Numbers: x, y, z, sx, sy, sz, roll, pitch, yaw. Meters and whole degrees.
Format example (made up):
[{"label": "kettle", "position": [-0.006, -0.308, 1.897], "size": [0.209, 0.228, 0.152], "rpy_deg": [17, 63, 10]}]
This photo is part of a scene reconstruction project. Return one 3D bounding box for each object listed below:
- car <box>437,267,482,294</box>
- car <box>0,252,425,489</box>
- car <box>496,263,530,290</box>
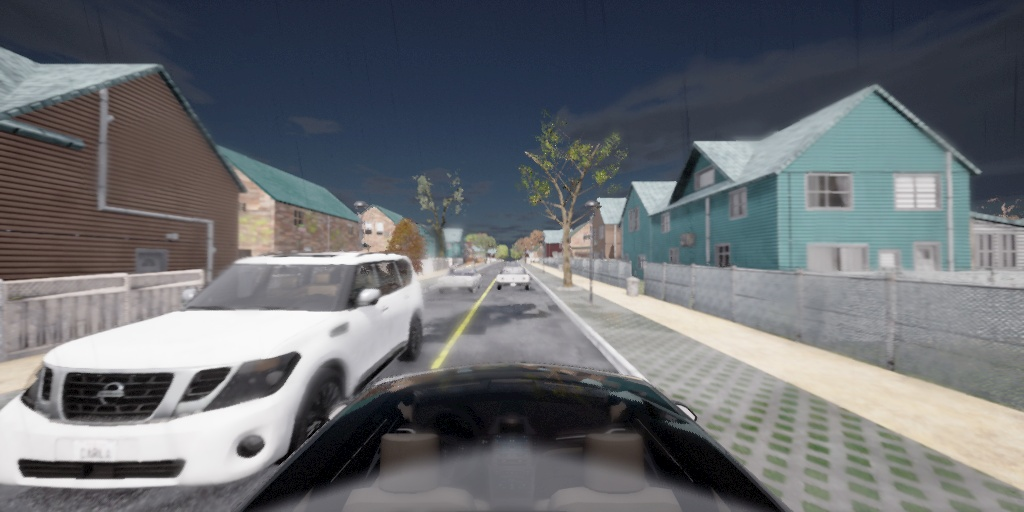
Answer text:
[{"label": "car", "position": [-2.795, 1.304, 19.849], "size": [1.895, 1.301, 4.718], "rpy_deg": [0, 0, 0]}, {"label": "car", "position": [-2.844, 0.959, 5.212], "size": [2.150, 2.045, 5.566], "rpy_deg": [0, 0, 0]}, {"label": "car", "position": [0.073, 1.301, 22.115], "size": [1.895, 1.301, 4.718], "rpy_deg": [0, 0, 0]}]
